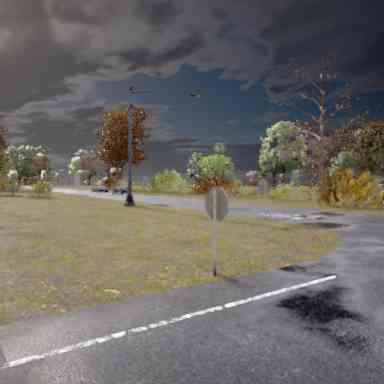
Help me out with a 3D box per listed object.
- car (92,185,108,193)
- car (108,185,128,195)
[{"bbox_3d":[-16.715,-0.582,60.516,1.994,1.385,4.181,0,2,-36],"label":"car"},{"bbox_3d":[-11.125,-0.332,52.720,1.837,1.490,4.892,0,2,-36],"label":"car"}]
